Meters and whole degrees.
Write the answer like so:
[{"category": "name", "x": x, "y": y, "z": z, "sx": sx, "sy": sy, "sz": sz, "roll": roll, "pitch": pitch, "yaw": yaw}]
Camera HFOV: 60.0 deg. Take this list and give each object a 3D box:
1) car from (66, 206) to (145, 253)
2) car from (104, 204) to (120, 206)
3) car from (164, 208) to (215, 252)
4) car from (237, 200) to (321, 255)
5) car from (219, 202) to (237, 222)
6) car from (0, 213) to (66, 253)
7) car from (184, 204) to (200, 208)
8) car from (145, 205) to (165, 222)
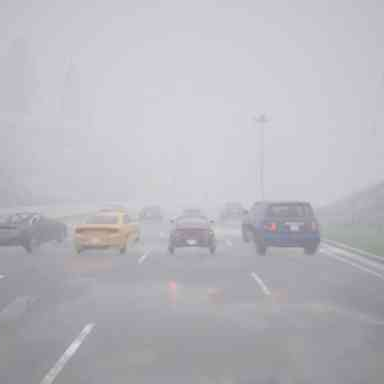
[{"category": "car", "x": -3.496, "y": 1.614, "z": 14.471, "sx": 1.882, "sy": 1.535, "sz": 5.008, "roll": 0, "pitch": 0, "yaw": 0}, {"category": "car", "x": -6.989, "y": 1.800, "z": 29.376, "sx": 1.812, "sy": 1.442, "sz": 4.674, "roll": 0, "pitch": 0, "yaw": 1}, {"category": "car", "x": 0.003, "y": 1.661, "z": 14.391, "sx": 1.812, "sy": 1.442, "sz": 4.674, "roll": 0, "pitch": 0, "yaw": 0}, {"category": "car", "x": 3.499, "y": 1.348, "z": 14.027, "sx": 2.150, "sy": 2.045, "sz": 5.566, "roll": 0, "pitch": 0, "yaw": 0}, {"category": "car", "x": 3.503, "y": 1.621, "z": 29.080, "sx": 2.097, "sy": 1.767, "sz": 4.553, "roll": 0, "pitch": -1, "yaw": 0}, {"category": "car", "x": -6.998, "y": 1.627, "z": 14.287, "sx": 2.128, "sy": 1.511, "sz": 4.902, "roll": 0, "pitch": 0, "yaw": 0}, {"category": "car", "x": 0.011, "y": 1.800, "z": 29.392, "sx": 1.812, "sy": 1.442, "sz": 4.674, "roll": 0, "pitch": 0, "yaw": 1}, {"category": "car", "x": -3.491, "y": 1.838, "z": 29.292, "sx": 1.994, "sy": 1.385, "sz": 4.181, "roll": 0, "pitch": 0, "yaw": 1}]
